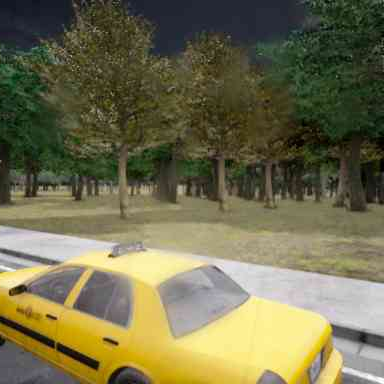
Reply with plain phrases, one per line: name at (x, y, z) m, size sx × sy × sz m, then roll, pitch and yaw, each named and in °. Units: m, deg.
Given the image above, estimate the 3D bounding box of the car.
car at (-1.041, 1.413, 4.304) m, size 5.366 × 1.575 × 1.801 m, roll 1°, pitch 1°, yaw 35°
